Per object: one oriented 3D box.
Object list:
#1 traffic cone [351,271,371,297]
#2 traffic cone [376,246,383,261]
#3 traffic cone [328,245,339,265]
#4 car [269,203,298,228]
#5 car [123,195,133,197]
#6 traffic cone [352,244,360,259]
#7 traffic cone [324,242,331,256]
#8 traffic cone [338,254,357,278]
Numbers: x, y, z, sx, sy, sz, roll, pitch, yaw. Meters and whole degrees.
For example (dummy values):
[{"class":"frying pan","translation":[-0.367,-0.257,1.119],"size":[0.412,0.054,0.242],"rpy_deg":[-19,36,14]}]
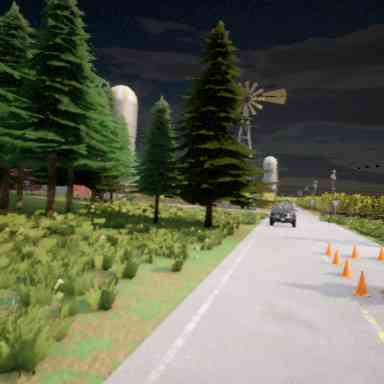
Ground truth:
[{"class":"traffic cone","translation":[4.256,2.267,8.319],"size":[0.340,0.580,0.340],"rpy_deg":[3,-1,15]},{"class":"traffic cone","translation":[7.751,2.507,13.584],"size":[0.340,0.580,0.340],"rpy_deg":[3,-1,15]},{"class":"traffic cone","translation":[5.301,2.361,12.179],"size":[0.340,0.580,0.340],"rpy_deg":[3,-1,15]},{"class":"car","translation":[8.082,1.947,29.455],"size":[2.150,2.045,5.566],"rpy_deg":[3,-1,16]},{"class":"car","translation":[-13.449,1.286,67.873],"size":[1.851,1.617,3.988],"rpy_deg":[3,-1,15]},{"class":"traffic cone","translation":[6.788,2.458,13.846],"size":[0.340,0.580,0.340],"rpy_deg":[3,-1,15]},{"class":"traffic cone","translation":[5.824,2.408,14.108],"size":[0.340,0.580,0.340],"rpy_deg":[3,-1,15]},{"class":"traffic cone","translation":[4.778,2.314,10.249],"size":[0.340,0.580,0.340],"rpy_deg":[3,-1,15]}]
